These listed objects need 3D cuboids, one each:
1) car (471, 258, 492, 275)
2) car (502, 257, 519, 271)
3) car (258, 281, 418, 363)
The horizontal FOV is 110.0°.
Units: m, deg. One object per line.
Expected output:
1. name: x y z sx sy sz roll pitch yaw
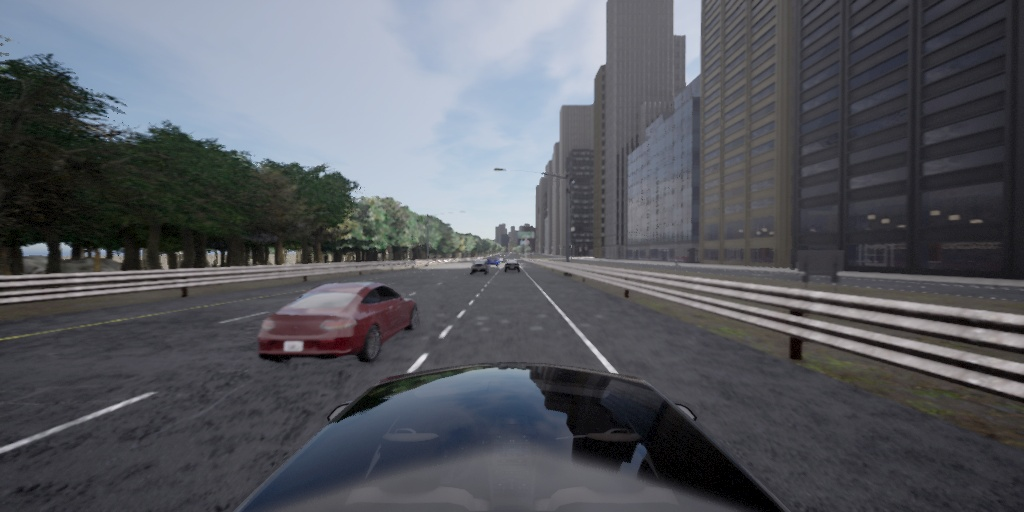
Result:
1. car: -3.565 1.296 40.602 1.837 1.490 4.892 0 0 0
2. car: 0.002 1.284 49.335 1.882 1.535 5.008 0 0 0
3. car: -3.499 1.280 8.047 1.812 1.442 4.674 0 0 0
